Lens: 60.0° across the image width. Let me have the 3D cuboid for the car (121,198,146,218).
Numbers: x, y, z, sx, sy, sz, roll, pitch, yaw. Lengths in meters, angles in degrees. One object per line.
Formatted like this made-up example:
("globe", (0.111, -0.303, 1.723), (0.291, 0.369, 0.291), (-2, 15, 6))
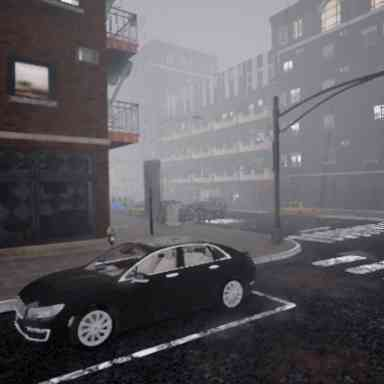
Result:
("car", (-4.617, 1.574, 31.413), (1.752, 1.417, 4.829), (-2, 1, -36))

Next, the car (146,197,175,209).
("car", (-4.349, 1.460, 45.428), (2.008, 1.369, 4.403), (-2, 1, -36))

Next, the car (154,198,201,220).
("car", (-1.495, 1.475, 27.052), (1.967, 1.590, 4.097), (-2, 1, -36))

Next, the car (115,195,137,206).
("car", (-10.796, 1.380, 54.425), (1.967, 1.590, 4.097), (-2, 1, -36))

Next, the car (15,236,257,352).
("car", (-0.734, 1.535, 6.051), (4.403, 1.369, 2.008), (0, -1, -36))

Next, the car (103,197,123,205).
("car", (-14.016, 1.522, 58.926), (1.947, 1.339, 4.313), (-2, 1, -36))

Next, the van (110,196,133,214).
("van", (-7.942, 1.405, 36.048), (1.690, 1.788, 3.998), (-2, 1, -36))

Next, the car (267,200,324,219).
("car", (8.442, 1.377, 27.570), (1.752, 1.417, 4.829), (-2, 1, -36))

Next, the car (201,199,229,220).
("car", (0.945, 1.548, 28.267), (1.994, 1.385, 4.181), (-1, 1, -36))
